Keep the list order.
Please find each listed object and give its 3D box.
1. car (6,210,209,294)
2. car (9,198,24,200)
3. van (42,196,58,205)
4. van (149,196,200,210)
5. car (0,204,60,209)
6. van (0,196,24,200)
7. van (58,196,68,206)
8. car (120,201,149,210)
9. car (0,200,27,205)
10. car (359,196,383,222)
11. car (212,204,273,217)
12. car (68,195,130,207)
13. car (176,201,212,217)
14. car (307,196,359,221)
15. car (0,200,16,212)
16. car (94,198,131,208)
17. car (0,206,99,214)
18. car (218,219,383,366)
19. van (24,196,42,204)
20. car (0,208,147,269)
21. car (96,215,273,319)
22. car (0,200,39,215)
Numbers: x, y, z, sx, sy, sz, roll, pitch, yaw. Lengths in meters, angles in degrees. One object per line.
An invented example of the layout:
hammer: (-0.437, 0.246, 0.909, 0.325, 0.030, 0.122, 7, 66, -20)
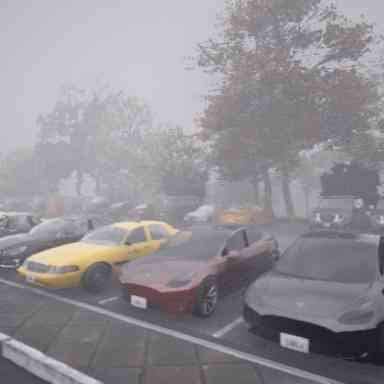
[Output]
car: (-1.897, 1.516, 9.323, 1.946, 1.575, 5.366, 0, 0, 36)
car: (-16.570, 1.645, 36.189, 2.097, 1.535, 5.008, -1, -1, 36)
van: (-12.021, 1.372, 33.061, 1.878, 1.987, 4.442, 0, 0, 36)
van: (-0.870, 1.322, 25.058, 1.878, 1.987, 4.442, 0, 0, 36)
car: (-8.663, 1.547, 14.179, 1.946, 1.575, 5.366, 0, 0, 36)
van: (-18.895, 1.474, 37.707, 1.878, 1.987, 4.442, -1, -1, 36)
van: (-9.872, 1.363, 31.519, 1.878, 1.987, 4.442, 0, 0, 36)
car: (-3.087, 1.597, 26.502, 2.002, 1.452, 4.674, 0, 0, 36)
car: (-10.829, 1.435, 15.924, 2.185, 1.767, 4.553, 0, 0, 36)
car: (10.401, 1.244, 16.790, 2.435, 2.045, 5.566, 0, 0, 36)
car: (3.662, 1.526, 21.655, 2.097, 1.535, 5.008, 0, 0, 36)
car: (-7.706, 1.327, 29.786, 2.435, 2.045, 5.566, 0, 0, 36)
car: (1.315, 1.577, 23.349, 2.002, 1.452, 4.674, 0, 0, 36)
car: (8.150, 1.255, 18.406, 2.435, 2.045, 5.566, 0, 0, 36)
car: (-25.576, 1.866, 42.639, 2.231, 1.521, 4.892, -1, -1, 36)
car: (-5.340, 1.567, 28.116, 2.097, 1.535, 5.008, 0, 0, 36)
car: (-6.303, 1.541, 12.706, 2.231, 1.521, 4.892, 0, 0, 36)
car: (2.705, 1.528, 6.212, 2.163, 1.488, 4.792, 0, 0, 36)
van: (-14.515, 1.383, 34.564, 1.878, 1.987, 4.442, -1, 0, 36)
car: (-4.040, 1.530, 11.098, 2.231, 1.521, 4.892, 0, 0, 36)
car: (0.450, 1.538, 7.831, 2.163, 1.488, 4.792, 0, 0, 36)
car: (-21.179, 1.752, 39.264, 1.946, 1.575, 5.366, -1, -1, 36)
